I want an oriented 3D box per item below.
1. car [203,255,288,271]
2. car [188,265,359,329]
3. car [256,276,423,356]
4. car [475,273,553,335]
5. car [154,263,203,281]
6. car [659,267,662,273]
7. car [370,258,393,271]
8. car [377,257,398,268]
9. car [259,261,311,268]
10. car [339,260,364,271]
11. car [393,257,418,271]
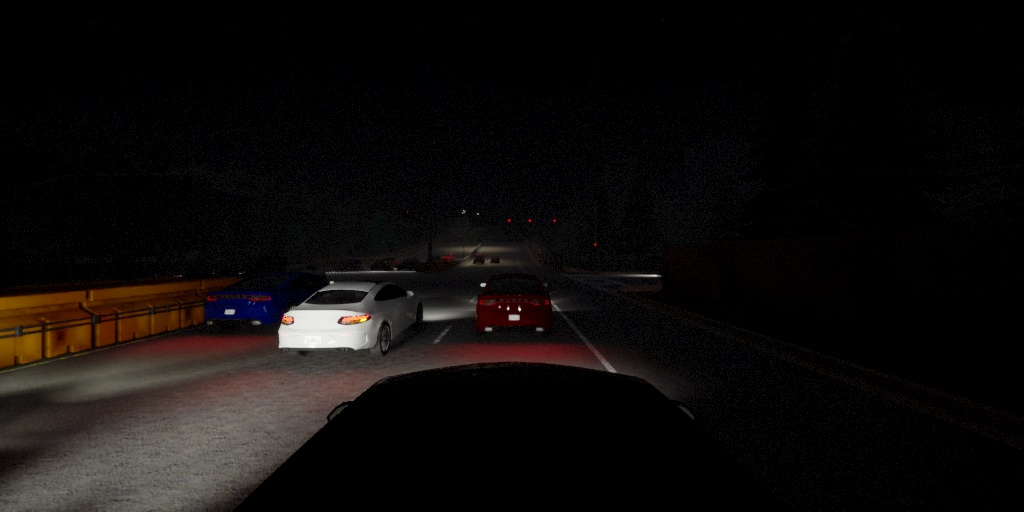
[{"bbox_3d":[-17.648,0.971,24.684,2.150,2.045,5.566,0,0,0],"label":"car"},{"bbox_3d":[-6.942,1.228,11.306,1.882,1.535,5.008,0,0,0],"label":"car"},{"bbox_3d":[-3.449,1.276,8.468,1.812,1.442,4.674,0,0,-1],"label":"car"},{"bbox_3d":[0.056,1.228,10.499,1.882,1.535,5.008,0,0,0],"label":"car"},{"bbox_3d":[-21.147,1.241,24.102,2.128,1.511,4.902,0,0,0],"label":"car"},{"bbox_3d":[17.273,1.314,36.498,4.181,1.385,1.994,0,0,0],"label":"car"},{"bbox_3d":[-17.696,1.314,48.737,1.994,1.385,4.181,0,0,0],"label":"car"},{"bbox_3d":[-21.195,1.101,61.206,2.097,1.767,4.553,0,0,0],"label":"car"},{"bbox_3d":[-14.147,1.276,23.839,1.812,1.442,4.674,0,0,0],"label":"car"},{"bbox_3d":[-21.194,1.255,47.282,1.837,1.490,4.892,0,0,0],"label":"car"},{"bbox_3d":[-14.200,1.275,48.757,1.812,1.442,4.674,0,0,0],"label":"car"}]
